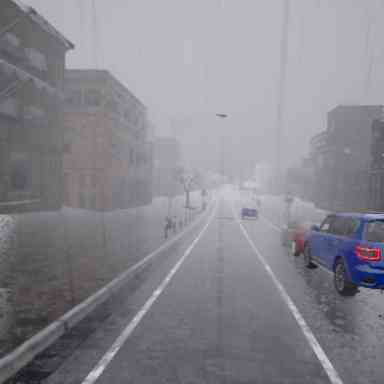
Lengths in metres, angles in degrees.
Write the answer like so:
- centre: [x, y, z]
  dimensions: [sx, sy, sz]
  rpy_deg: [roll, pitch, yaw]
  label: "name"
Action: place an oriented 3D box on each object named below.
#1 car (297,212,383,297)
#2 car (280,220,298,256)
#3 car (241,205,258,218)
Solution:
- centre: [4.845, 1.603, 9.593]
  dimensions: [2.150, 2.045, 5.566]
  rpy_deg: [2, -1, 6]
  label: "car"
- centre: [5.418, 2.045, 15.553]
  dimensions: [1.882, 1.535, 5.008]
  rpy_deg: [2, -2, 6]
  label: "car"
- centre: [7.117, 2.364, 41.476]
  dimensions: [1.882, 1.535, 5.008]
  rpy_deg: [2, 1, 6]
  label: "car"
